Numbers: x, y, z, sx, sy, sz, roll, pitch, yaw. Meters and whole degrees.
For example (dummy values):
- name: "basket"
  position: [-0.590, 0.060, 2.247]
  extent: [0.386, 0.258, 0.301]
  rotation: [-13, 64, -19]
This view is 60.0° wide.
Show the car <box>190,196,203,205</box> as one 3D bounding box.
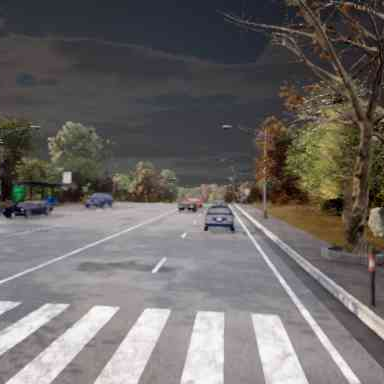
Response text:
- name: "car"
  position: [0.422, 1.314, 48.678]
  extent: [2.097, 1.767, 4.553]
  rotation: [1, 0, 5]

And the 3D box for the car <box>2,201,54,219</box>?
- name: "car"
  position: [-13.466, 1.426, 27.565]
  extent: [1.895, 1.301, 4.718]
  rotation: [1, 0, 5]

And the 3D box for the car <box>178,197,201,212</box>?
- name: "car"
  position: [-0.428, 1.582, 38.016]
  extent: [1.895, 1.301, 4.718]
  rotation: [1, 0, 5]

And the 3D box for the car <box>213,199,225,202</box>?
- name: "car"
  position: [3.454, 1.572, 42.150]
  extent: [2.033, 1.411, 5.357]
  rotation: [1, 0, 5]

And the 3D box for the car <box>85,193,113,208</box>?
- name: "car"
  position: [-12.053, 1.100, 43.590]
  extent: [2.150, 2.045, 5.566]
  rotation: [1, 0, 5]

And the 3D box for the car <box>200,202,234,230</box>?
- name: "car"
  position: [1.768, 1.606, 21.524]
  extent: [2.033, 1.411, 5.357]
  rotation: [1, 0, 5]
